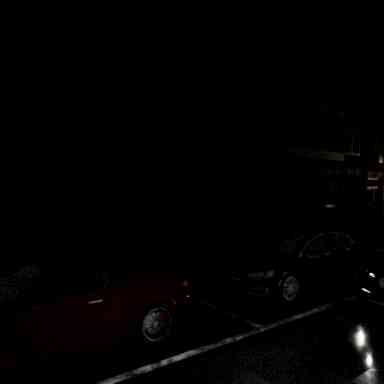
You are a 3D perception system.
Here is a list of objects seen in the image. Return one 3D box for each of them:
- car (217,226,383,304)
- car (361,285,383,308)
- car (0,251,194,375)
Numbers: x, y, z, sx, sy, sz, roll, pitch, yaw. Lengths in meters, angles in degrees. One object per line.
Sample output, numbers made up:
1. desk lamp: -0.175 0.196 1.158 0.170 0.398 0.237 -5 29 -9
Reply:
1. car: 2.576 1.549 8.023 4.403 1.369 2.008 0 0 -35
2. car: 5.404 1.490 6.879 4.902 1.511 2.128 0 0 -35
3. car: -1.911 1.582 4.824 4.206 1.307 1.802 0 0 -35
